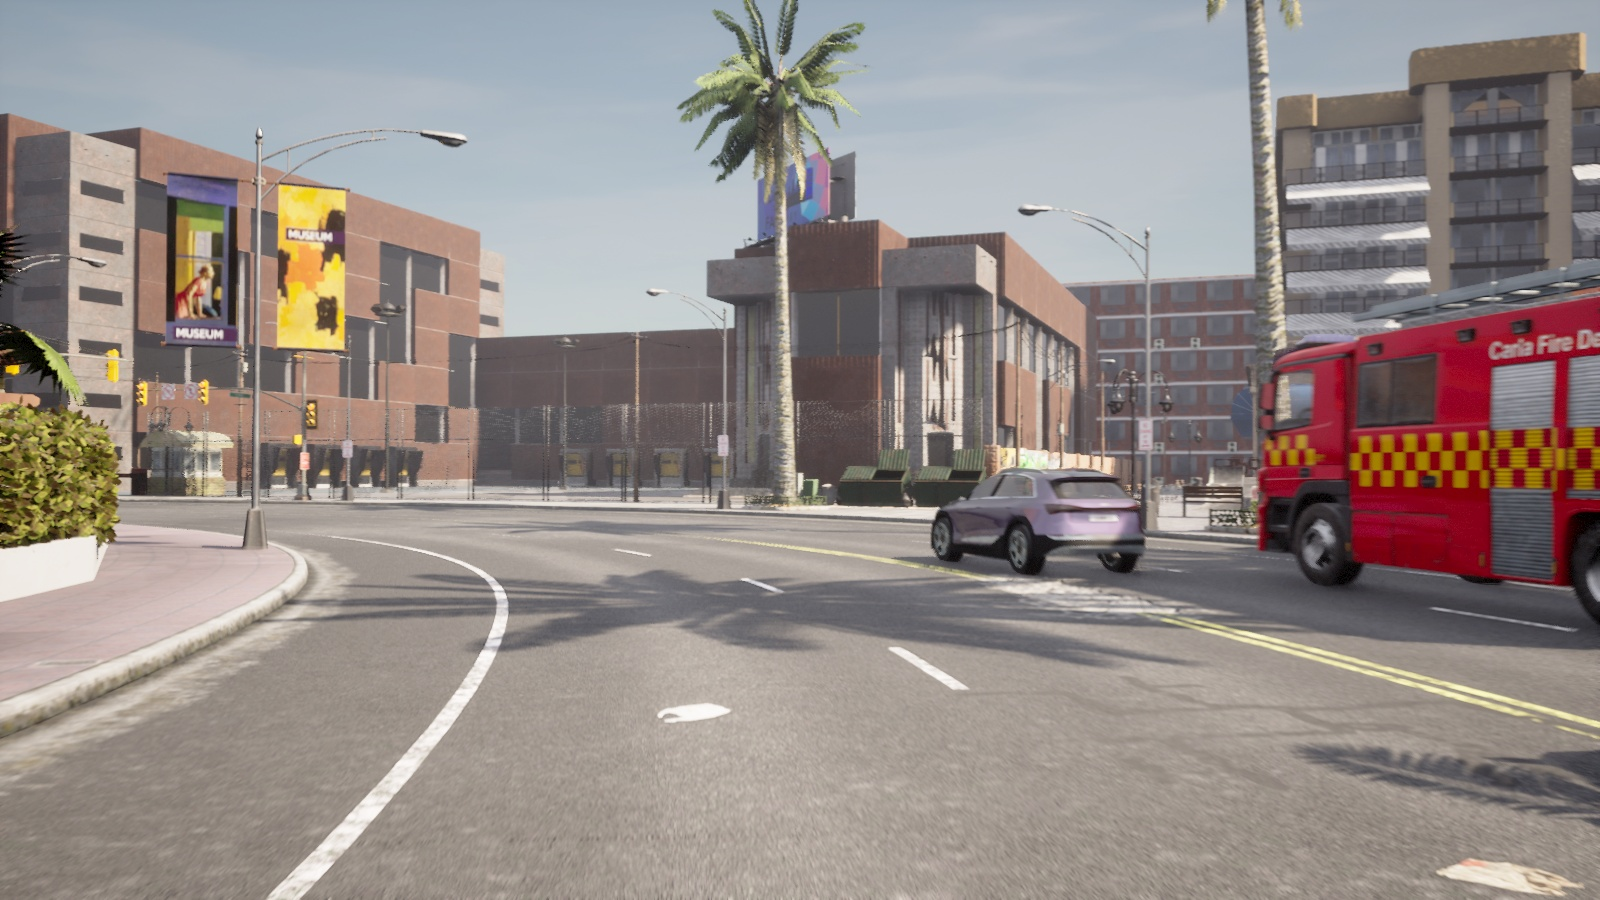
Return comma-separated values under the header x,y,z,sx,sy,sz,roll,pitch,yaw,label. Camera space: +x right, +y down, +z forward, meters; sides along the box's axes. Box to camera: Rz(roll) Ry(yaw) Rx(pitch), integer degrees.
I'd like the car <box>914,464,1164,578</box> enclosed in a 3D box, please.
x,y,z,sx,sy,sz,roll,pitch,yaw,label
3.767,1.076,20.857,2.033,1.649,4.856,0,-1,-17,car

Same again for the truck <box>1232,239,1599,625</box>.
x,y,z,sx,sy,sz,roll,pitch,yaw,label
8.853,-0.133,15.453,2.891,3.827,8.468,0,-1,-10,truck
